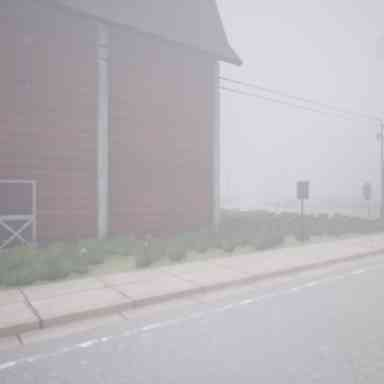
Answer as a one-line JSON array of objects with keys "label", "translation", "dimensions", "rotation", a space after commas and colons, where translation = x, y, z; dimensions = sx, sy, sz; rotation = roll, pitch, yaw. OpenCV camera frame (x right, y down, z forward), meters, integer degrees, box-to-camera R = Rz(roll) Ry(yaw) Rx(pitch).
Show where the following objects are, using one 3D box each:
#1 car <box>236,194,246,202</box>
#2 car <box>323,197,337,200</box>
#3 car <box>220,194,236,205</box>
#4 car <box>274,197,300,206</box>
[{"label": "car", "translation": [9.765, 1.330, 73.847], "dimensions": [4.605, 1.855, 1.932], "rotation": [0, 0, -36]}, {"label": "car", "translation": [23.190, 1.541, 55.815], "dimensions": [3.905, 1.438, 1.784], "rotation": [0, 0, -36]}, {"label": "car", "translation": [5.091, 1.328, 57.795], "dimensions": [3.866, 1.878, 1.905], "rotation": [0, 0, -36]}, {"label": "car", "translation": [13.514, 1.521, 47.252], "dimensions": [4.193, 1.474, 1.816], "rotation": [0, 0, -36]}]
